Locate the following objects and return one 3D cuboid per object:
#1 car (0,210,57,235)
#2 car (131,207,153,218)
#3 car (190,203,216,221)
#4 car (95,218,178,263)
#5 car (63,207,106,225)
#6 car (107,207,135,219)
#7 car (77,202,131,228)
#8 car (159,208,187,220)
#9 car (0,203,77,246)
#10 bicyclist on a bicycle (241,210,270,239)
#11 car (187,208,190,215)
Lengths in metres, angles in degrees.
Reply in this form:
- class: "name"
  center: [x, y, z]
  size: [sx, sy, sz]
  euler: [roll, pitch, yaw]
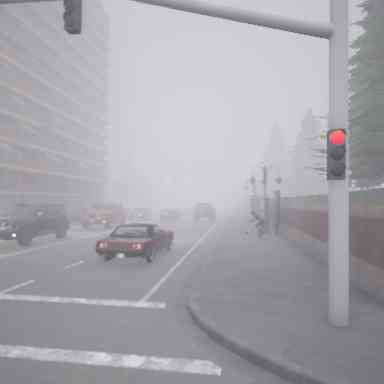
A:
- class: "car"
  center: [-11.452, 2.014, 23.019]
  size: [1.812, 1.442, 4.674]
  euler: [1, -2, 8]
- class: "car"
  center: [-5.857, 2.474, 38.159]
  size: [1.837, 1.490, 4.892]
  euler: [1, -2, 8]
- class: "car"
  center: [1.482, 2.301, 38.822]
  size: [2.150, 2.045, 5.566]
  euler: [1, -2, 8]
- class: "car"
  center: [-2.091, 1.952, 13.602]
  size: [1.895, 1.301, 4.718]
  euler: [0, -2, 9]
- class: "car"
  center: [-10.221, 2.228, 32.116]
  size: [1.882, 1.535, 5.008]
  euler: [1, -2, 8]
- class: "car"
  center: [-8.867, 2.597, 41.903]
  size: [1.994, 1.385, 4.181]
  euler: [1, -2, 8]
- class: "car"
  center: [-7.257, 1.897, 27.961]
  size: [2.150, 2.045, 5.566]
  euler: [1, -2, 8]
- class: "car"
  center: [-2.301, 2.475, 36.996]
  size: [2.128, 1.511, 4.902]
  euler: [1, -1, 8]
- class: "car"
  center: [-8.645, 1.603, 17.751]
  size: [2.150, 2.045, 5.566]
  euler: [1, -2, 8]
- class: "bicyclist on a bicycle"
  center: [3.579, 1.863, 18.720]
  size: [1.656, 1.620, 0.582]
  euler: [0, -2, 8]
- class: "car"
  center: [-0.754, 2.918, 48.589]
  size: [1.895, 1.301, 4.718]
  euler: [1, -2, 8]
